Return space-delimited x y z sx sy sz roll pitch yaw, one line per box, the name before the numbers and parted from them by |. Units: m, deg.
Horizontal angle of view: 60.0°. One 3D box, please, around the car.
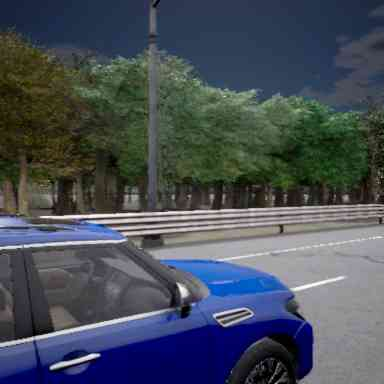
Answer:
car | -1.381 1.215 2.768 5.566 2.045 2.150 0 0 -35
